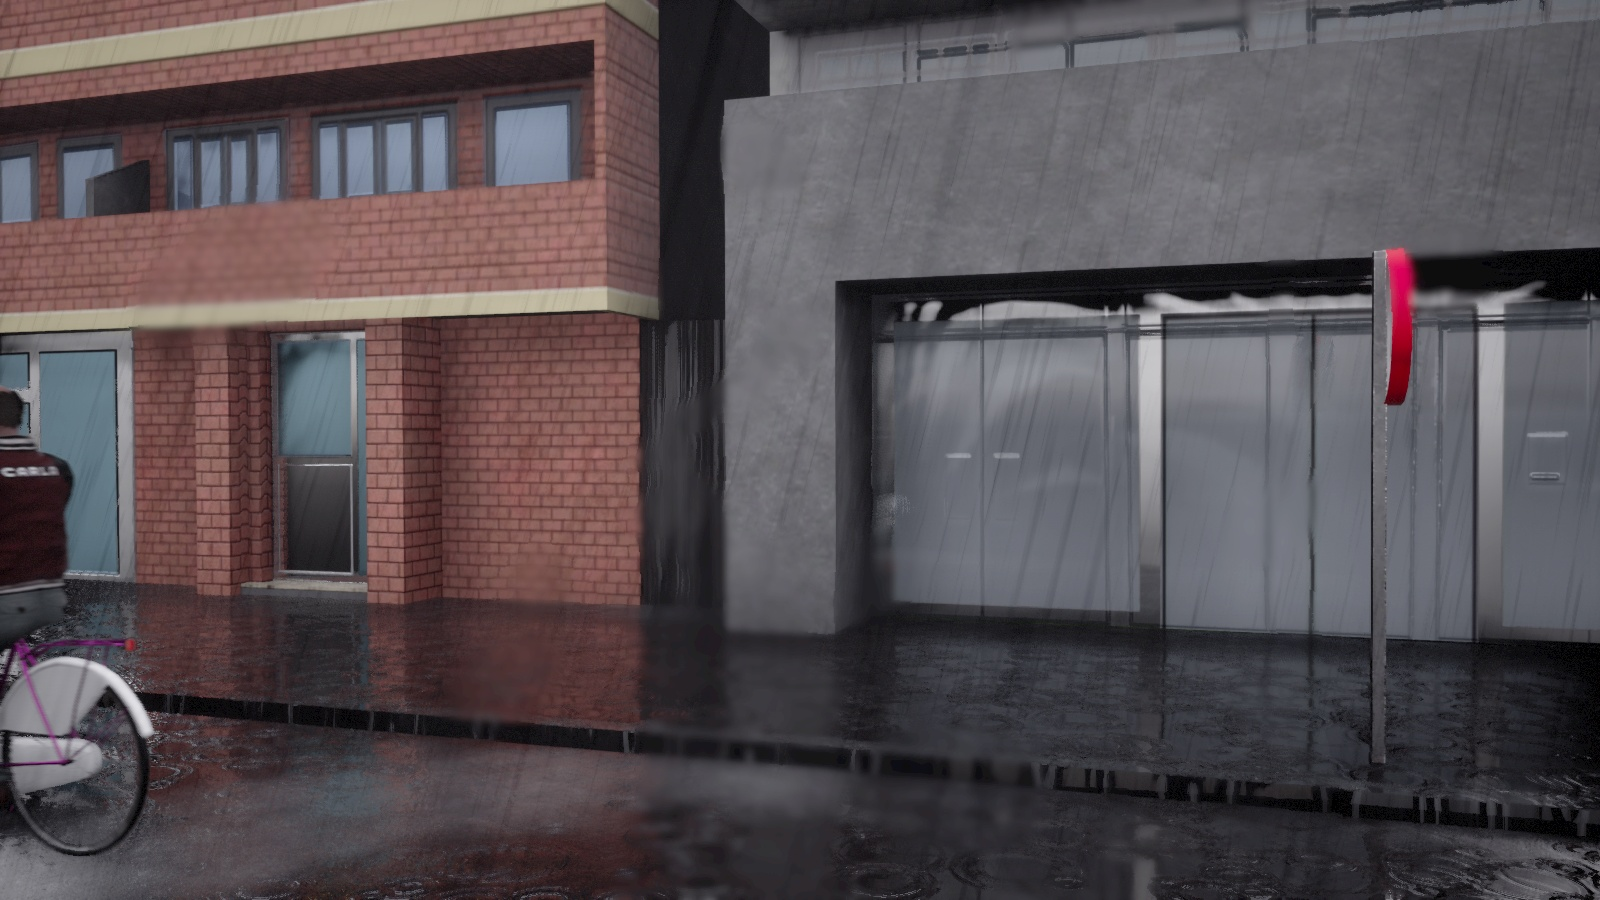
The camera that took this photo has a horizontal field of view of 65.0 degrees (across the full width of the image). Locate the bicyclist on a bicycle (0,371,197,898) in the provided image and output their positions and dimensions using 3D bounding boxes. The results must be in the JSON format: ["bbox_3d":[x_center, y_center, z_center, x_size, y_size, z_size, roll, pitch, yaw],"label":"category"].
[{"bbox_3d":[-3.306,0.607,4.830,1.843,1.776,0.659,1,1,19],"label":"bicyclist on a bicycle"}]
